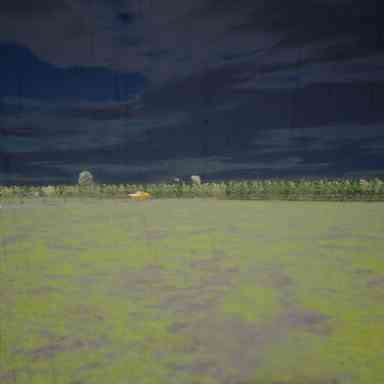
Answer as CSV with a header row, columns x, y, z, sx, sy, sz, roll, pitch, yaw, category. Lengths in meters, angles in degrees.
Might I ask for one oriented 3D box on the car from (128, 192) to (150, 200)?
x,y,z,sx,sy,sz,roll,pitch,yaw,category
-10.751,0.726,67.763,1.882,1.535,5.008,0,0,36,car
